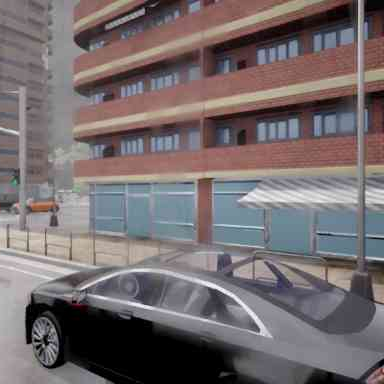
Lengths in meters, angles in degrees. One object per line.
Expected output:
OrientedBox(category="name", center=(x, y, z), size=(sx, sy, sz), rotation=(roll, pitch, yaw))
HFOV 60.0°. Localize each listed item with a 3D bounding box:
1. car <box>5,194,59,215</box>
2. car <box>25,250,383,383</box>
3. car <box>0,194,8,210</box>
OrientedBox(category="car", center=(-16.226, 1.351, 34.442), size=(2.097, 1.767, 4.553), rotation=(0, 0, 36))
OrientedBox(category="car", center=(-0.140, 1.491, 4.088), size=(4.902, 1.511, 2.128), rotation=(0, 0, 35))
OrientedBox(category="car", center=(-20.151, 1.220, 34.999), size=(2.150, 2.045, 5.566), rotation=(0, 0, 35))
